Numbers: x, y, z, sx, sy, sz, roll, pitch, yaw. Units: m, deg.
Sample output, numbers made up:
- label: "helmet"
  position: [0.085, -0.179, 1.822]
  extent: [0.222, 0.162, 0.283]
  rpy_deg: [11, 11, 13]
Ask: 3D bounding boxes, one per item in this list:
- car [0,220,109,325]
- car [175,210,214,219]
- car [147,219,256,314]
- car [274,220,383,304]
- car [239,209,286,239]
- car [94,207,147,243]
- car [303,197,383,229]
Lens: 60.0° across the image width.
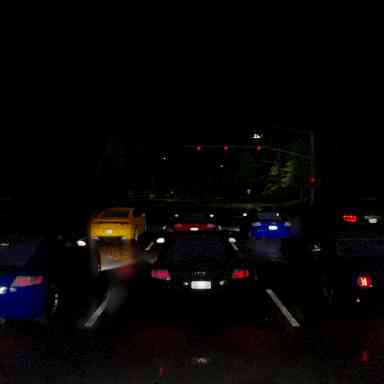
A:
- label: "car"
  position: [-3.397, 1.564, 7.252]
  extent: [1.994, 1.385, 4.181]
  rpy_deg: [0, 0, 0]
- label: "car"
  position: [0.104, 1.564, 16.117]
  extent: [1.994, 1.385, 4.181]
  rpy_deg: [0, 0, 0]
- label: "car"
  position: [0.116, 1.564, 7.713]
  extent: [1.994, 1.385, 4.181]
  rpy_deg: [0, 0, -1]
- label: "car"
  position: [3.602, 1.601, 8.065]
  extent: [1.895, 1.301, 4.718]
  rpy_deg: [0, 0, 0]
- label: "car"
  position: [3.604, 1.564, 16.822]
  extent: [1.994, 1.385, 4.181]
  rpy_deg: [0, 0, 0]
- label: "car"
  position: [-3.397, 1.478, 16.183]
  extent: [1.882, 1.535, 5.008]
  rpy_deg: [0, 0, 0]
- label: "car"
  position: [7.104, 1.222, 15.747]
  extent: [2.150, 2.045, 5.566]
  rpy_deg: [0, 0, 0]
